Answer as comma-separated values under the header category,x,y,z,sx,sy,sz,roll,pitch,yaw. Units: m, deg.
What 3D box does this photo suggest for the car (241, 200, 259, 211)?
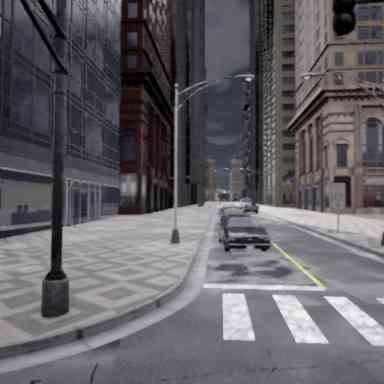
category,x,y,z,sx,sy,sz,roll,pitch,yaw
car,8.171,2.289,46.171,1.837,1.490,4.892,0,-1,5

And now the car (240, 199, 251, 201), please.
category,x,y,z,sx,sy,sz,roll,pitch,yaw
car,9.074,2.188,56.546,2.150,2.045,5.566,0,-1,5

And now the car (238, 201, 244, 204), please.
category,x,y,z,sx,sy,sz,roll,pitch,yaw
car,4.098,2.090,36.045,2.128,1.511,4.902,0,-1,5

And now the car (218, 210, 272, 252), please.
category,x,y,z,sx,sy,sz,roll,pitch,yaw
car,2.262,1.804,15.554,2.033,1.411,5.357,0,-1,0

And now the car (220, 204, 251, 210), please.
category,x,y,z,sx,sy,sz,roll,pitch,yaw
car,3.197,1.930,25.766,1.837,1.490,4.892,0,-1,5
